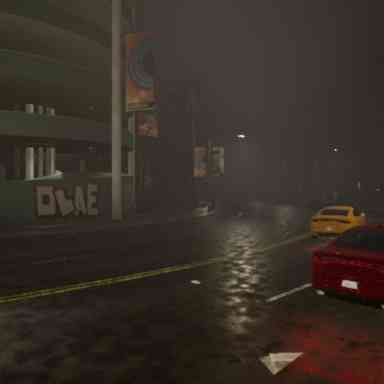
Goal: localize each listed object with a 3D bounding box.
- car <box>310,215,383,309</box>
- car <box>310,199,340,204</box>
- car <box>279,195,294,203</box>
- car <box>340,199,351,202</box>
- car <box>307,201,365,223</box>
[{"bbox_3d":[4.546,1.469,7.589,5.008,1.535,1.882,0,0,-44],"label":"car"},{"bbox_3d":[13.780,1.484,35.594,1.812,1.442,4.674,0,0,5],"label":"car"},{"bbox_3d":[18.972,1.400,66.820,2.231,1.521,4.892,0,0,-4],"label":"car"},{"bbox_3d":[17.284,1.520,38.512,1.994,1.385,4.181,0,0,2],"label":"car"},{"bbox_3d":[7.371,1.459,16.579,1.882,1.535,5.008,0,0,34],"label":"car"}]
